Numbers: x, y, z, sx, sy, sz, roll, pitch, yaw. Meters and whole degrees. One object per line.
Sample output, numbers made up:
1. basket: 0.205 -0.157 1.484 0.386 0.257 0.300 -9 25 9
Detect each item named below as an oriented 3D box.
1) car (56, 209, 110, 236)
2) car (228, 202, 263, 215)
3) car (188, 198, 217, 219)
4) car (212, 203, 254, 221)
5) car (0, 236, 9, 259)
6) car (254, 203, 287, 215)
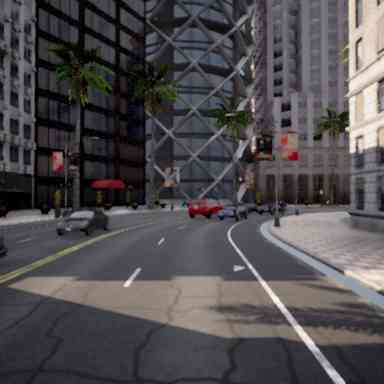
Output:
1. car: -6.445 1.787 20.277 1.812 1.442 4.674 0 -1 6
2. car: 7.079 2.120 43.674 2.033 1.411 5.357 -1 -1 41
3. car: 1.528 1.677 34.924 2.150 2.045 5.566 0 -1 26
4. car: 4.085 1.970 32.259 2.033 1.411 5.357 0 -1 25
5. car: -7.013 1.655 8.428 2.033 1.411 5.357 0 -1 4
6. car: 10.015 2.094 41.571 2.033 1.411 5.357 -1 -1 40
